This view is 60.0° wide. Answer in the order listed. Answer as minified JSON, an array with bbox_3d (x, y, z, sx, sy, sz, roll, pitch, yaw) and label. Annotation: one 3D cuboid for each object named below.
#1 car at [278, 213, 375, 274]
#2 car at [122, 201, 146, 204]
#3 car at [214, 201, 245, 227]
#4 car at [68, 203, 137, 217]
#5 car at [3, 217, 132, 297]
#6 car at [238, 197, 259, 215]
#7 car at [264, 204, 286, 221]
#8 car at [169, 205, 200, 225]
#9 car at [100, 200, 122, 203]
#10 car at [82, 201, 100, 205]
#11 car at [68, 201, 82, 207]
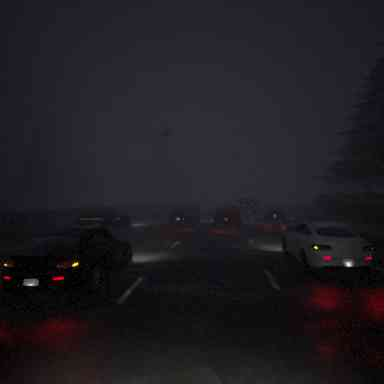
[{"bbox_3d":[4.235,1.635,10.861,1.812,1.442,4.674,0,-1,5],"label":"car"},{"bbox_3d":[-8.293,2.039,50.877,1.812,1.442,4.674,0,-1,20],"label":"car"},{"bbox_3d":[2.787,1.723,25.062,1.882,1.535,5.008,0,0,11],"label":"car"},{"bbox_3d":[-5.190,1.682,20.090,2.128,1.511,4.902,0,-1,9],"label":"car"},{"bbox_3d":[-2.955,1.609,8.759,1.812,1.442,4.674,0,-1,4],"label":"car"},{"bbox_3d":[6.860,1.619,40.565,2.150,2.045,5.566,0,-1,18],"label":"car"},{"bbox_3d":[7.467,1.822,29.993,1.812,1.442,4.674,0,-1,14],"label":"car"},{"bbox_3d":[-0.554,1.779,26.210,1.812,1.442,4.674,0,-1,11],"label":"car"},{"bbox_3d":[-11.752,2.017,51.595,1.812,1.442,4.674,0,-1,20],"label":"car"},{"bbox_3d":[-14.879,2.108,53.247,1.895,1.301,4.718,0,-1,20],"label":"car"},{"bbox_3d":[-18.230,2.079,54.270,1.994,1.385,4.181,0,-1,20],"label":"car"}]
